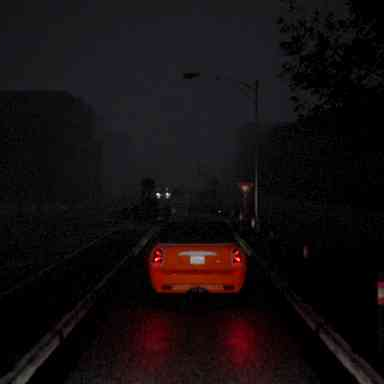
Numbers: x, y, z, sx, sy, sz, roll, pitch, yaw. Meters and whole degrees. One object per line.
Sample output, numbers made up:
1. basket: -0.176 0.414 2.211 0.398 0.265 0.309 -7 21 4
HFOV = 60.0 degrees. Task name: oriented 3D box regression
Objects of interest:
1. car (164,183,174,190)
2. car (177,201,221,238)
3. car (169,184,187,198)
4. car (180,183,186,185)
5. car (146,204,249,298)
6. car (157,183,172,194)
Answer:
1. car: -5.321 -1.284 77.588 1.812 1.442 4.674 0 2 0
2. car: 0.551 1.364 18.255 2.033 1.411 5.357 0 2 5
3. car: -2.152 0.053 51.340 1.837 1.490 4.892 0 3 0
4. car: -2.340 -1.704 86.617 1.882 1.535 5.008 0 2 0
5. car: 0.113 1.329 8.606 2.097 1.767 4.553 0 0 0
6. car: -5.323 -0.677 62.055 2.097 1.767 4.553 0 3 0
